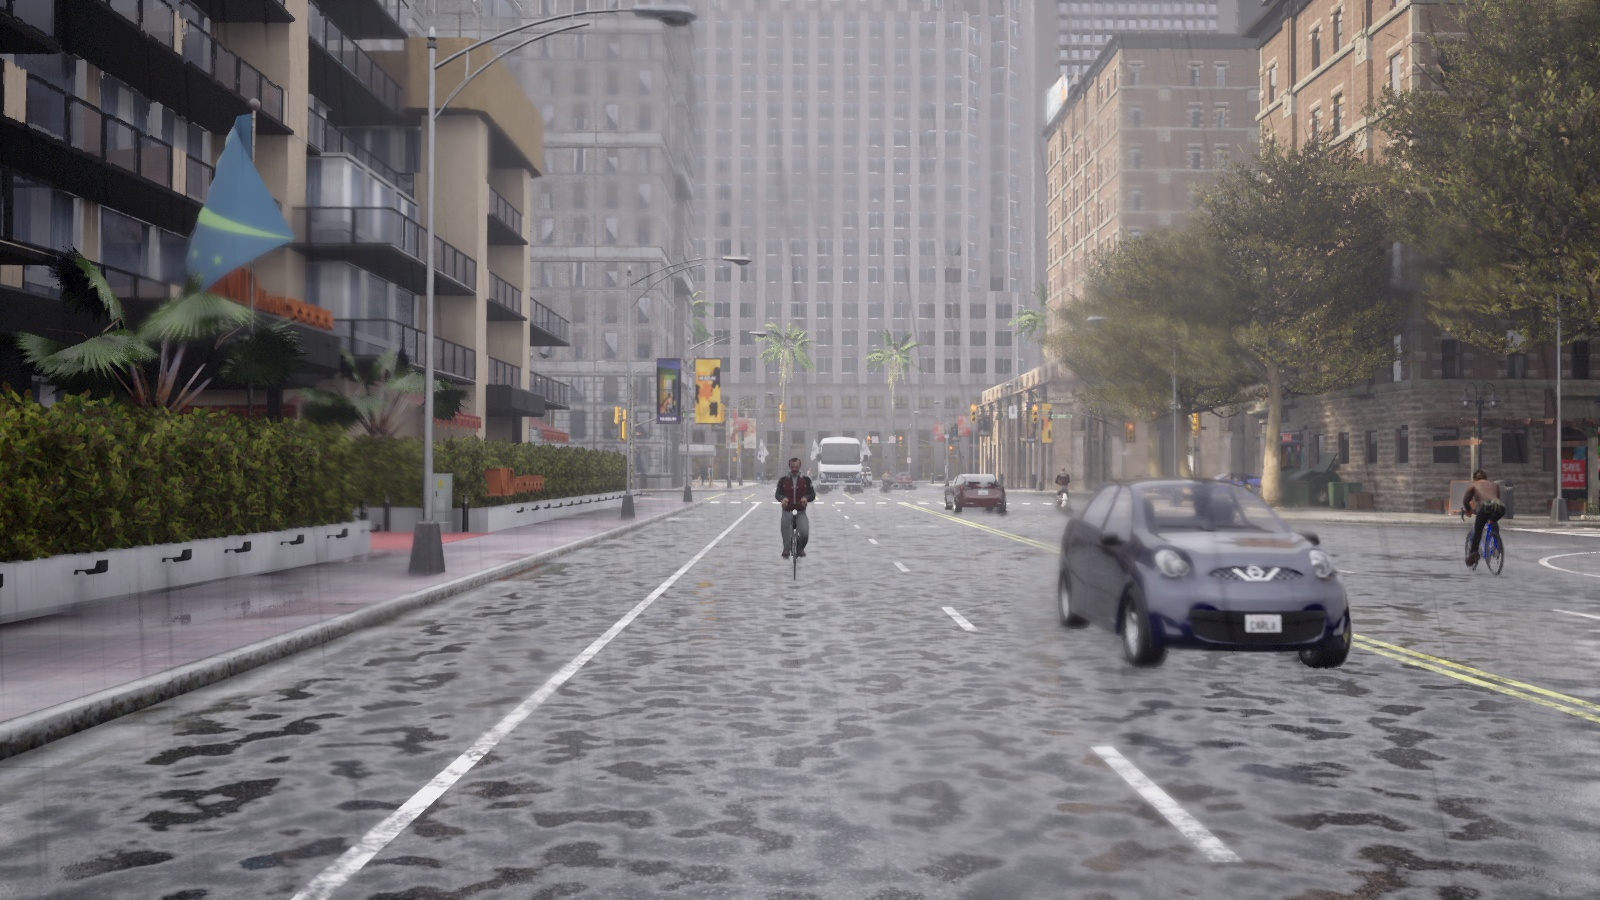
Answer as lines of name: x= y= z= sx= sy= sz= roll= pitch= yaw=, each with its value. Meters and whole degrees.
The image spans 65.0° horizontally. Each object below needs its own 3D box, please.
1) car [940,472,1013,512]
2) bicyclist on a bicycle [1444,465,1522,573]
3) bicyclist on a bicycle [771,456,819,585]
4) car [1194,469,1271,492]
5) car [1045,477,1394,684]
car: x=6.819 y=1.608 z=48.996 sx=2.163 sy=1.488 sz=4.792 roll=0 pitch=-1 yaw=0
bicyclist on a bicycle: x=10.755 y=1.056 z=19.813 sx=0.582 sy=1.620 sz=1.656 roll=1 pitch=-1 yaw=10
bicyclist on a bicycle: x=-0.069 y=0.991 z=18.246 sx=0.659 sy=1.776 sz=1.843 roll=0 pitch=-1 yaw=0
car: x=29.324 y=2.072 z=85.222 sx=4.514 sy=1.525 sz=2.007 roll=0 pitch=-1 yaw=1
car: x=3.457 y=1.001 z=11.102 sx=1.845 sy=1.501 sz=3.633 roll=0 pitch=-1 yaw=0
